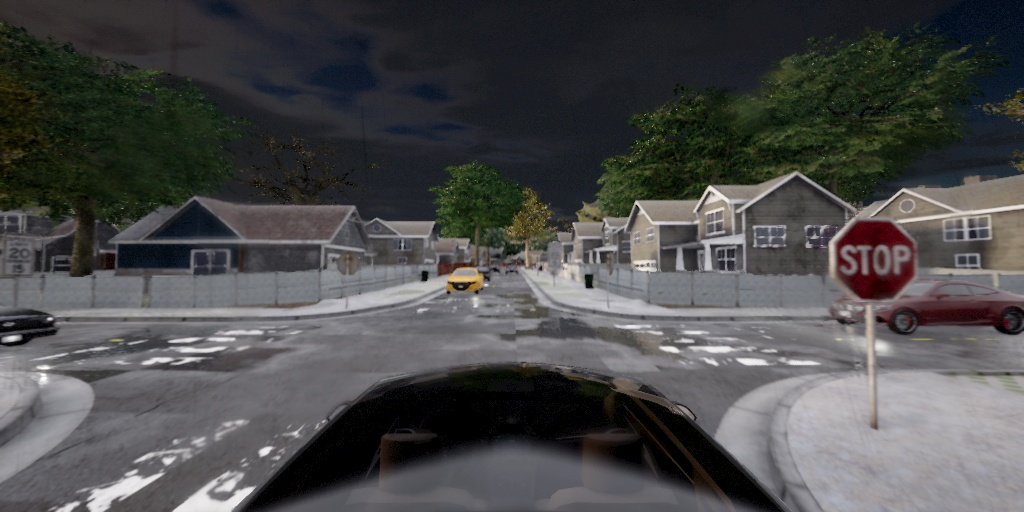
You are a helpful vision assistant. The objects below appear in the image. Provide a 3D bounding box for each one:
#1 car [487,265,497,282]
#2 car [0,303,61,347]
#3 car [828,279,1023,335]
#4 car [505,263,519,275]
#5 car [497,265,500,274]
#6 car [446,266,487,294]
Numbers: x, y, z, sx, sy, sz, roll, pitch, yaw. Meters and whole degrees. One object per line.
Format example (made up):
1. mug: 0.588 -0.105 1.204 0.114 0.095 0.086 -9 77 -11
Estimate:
1. car: -2.857 1.691 34.398 2.033 1.411 5.357 0 -1 0
2. car: -13.173 1.357 7.578 5.357 1.411 2.033 0 -2 0
3. car: 11.942 1.397 10.358 4.674 1.442 1.812 0 -2 0
4. car: -0.014 1.900 51.146 2.033 1.411 5.357 0 -1 0
5. car: -2.791 1.997 54.568 1.895 1.301 4.718 0 -1 0
6. car: -2.852 1.476 22.527 1.882 1.535 5.008 0 -1 0
